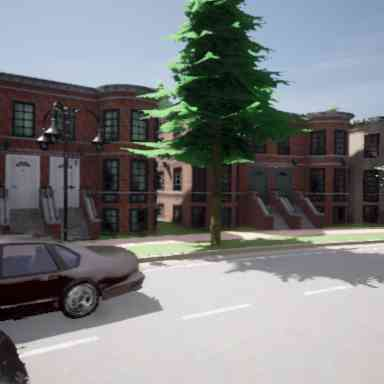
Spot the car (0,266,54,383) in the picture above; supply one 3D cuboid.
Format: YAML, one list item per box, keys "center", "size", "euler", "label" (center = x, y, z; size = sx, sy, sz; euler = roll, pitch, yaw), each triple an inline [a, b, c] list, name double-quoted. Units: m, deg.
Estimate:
- center: [-3.039, 1.519, 1.586]
  size: [4.181, 1.385, 1.994]
  euler: [0, 0, -35]
  label: "car"

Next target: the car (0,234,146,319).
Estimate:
- center: [-3.493, 1.472, 5.686]
  size: [5.357, 1.411, 2.033]
  euler: [0, 0, -34]
  label: "car"
